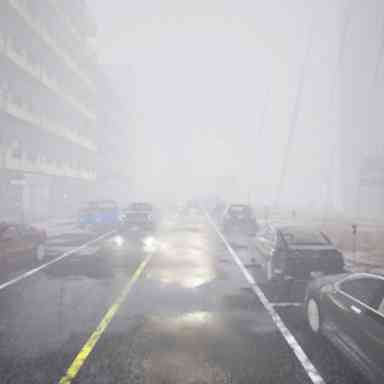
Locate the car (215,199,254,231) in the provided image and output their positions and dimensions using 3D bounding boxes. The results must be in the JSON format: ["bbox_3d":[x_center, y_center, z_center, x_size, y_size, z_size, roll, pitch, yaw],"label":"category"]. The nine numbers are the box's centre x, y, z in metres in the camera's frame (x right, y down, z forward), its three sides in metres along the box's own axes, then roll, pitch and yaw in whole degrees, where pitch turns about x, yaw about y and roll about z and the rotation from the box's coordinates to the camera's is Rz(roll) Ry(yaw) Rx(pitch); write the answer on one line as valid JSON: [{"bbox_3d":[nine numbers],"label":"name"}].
[{"bbox_3d":[2.696,1.434,20.416,1.967,1.590,4.097,0,0,0],"label":"car"}]

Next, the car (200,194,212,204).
[{"bbox_3d":[2.701,1.331,64.600,2.192,1.841,5.009,0,0,0],"label":"car"}]

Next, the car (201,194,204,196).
[{"bbox_3d":[2.700,1.562,59.076,2.008,1.369,4.403,0,0,0],"label":"car"}]

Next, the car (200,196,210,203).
[{"bbox_3d":[2.701,1.587,70.122,1.947,1.339,4.313,0,0,0],"label":"car"}]

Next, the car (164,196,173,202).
[{"bbox_3d":[-5.679,1.601,81.169,1.947,1.339,4.313,0,0,0],"label":"car"}]

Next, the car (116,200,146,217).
[{"bbox_3d":[-5.684,1.546,31.464,2.008,1.369,4.403,0,0,0],"label":"car"}]

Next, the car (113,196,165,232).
[{"bbox_3d":[-2.998,1.345,19.784,2.097,1.767,4.553,0,0,0],"label":"car"}]

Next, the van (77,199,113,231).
[{"bbox_3d":[-5.685,1.335,20.418,1.690,1.788,3.998,0,0,0],"label":"van"}]

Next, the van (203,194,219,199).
[{"bbox_3d":[2.698,1.341,42.509,1.690,1.788,3.998,0,0,0],"label":"van"}]

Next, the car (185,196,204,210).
[{"bbox_3d":[0.105,1.548,42.310,2.033,1.411,5.357,0,0,0],"label":"car"}]

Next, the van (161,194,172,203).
[{"bbox_3d":[-5.680,1.363,70.123,1.690,1.788,3.998,0,0,0],"label":"van"}]

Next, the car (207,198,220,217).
[{"bbox_3d":[2.697,1.561,31.463,1.947,1.339,4.313,0,0,0],"label":"car"}]

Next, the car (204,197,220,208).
[{"bbox_3d":[2.697,1.542,36.985,1.887,1.381,4.507,0,0,0],"label":"car"}]

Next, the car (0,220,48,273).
[{"bbox_3d":[-5.686,1.541,9.373,1.887,1.381,4.507,0,0,0],"label":"car"}]

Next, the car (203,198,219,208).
[{"bbox_3d":[2.699,1.555,48.031,2.008,1.369,4.403,0,0,0],"label":"car"}]

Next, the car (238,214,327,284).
[{"bbox_3d":[2.695,1.547,9.372,2.008,1.369,4.403,0,0,0],"label":"car"}]

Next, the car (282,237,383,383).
[{"bbox_3d":[2.694,1.549,3.848,2.008,1.369,4.403,0,0,0],"label":"car"}]
